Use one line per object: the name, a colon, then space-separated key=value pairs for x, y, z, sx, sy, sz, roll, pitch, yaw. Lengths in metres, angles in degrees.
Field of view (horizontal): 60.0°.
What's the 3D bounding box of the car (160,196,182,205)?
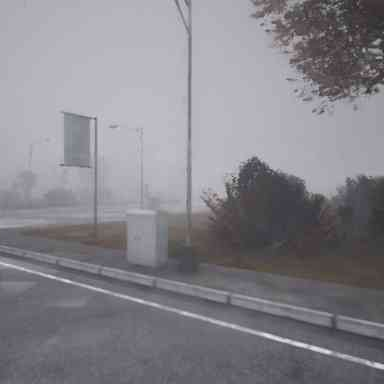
car: x=-3.532 y=1.391 z=54.847 sx=1.994 sy=1.385 sz=4.181 roll=0 pitch=0 yaw=33
